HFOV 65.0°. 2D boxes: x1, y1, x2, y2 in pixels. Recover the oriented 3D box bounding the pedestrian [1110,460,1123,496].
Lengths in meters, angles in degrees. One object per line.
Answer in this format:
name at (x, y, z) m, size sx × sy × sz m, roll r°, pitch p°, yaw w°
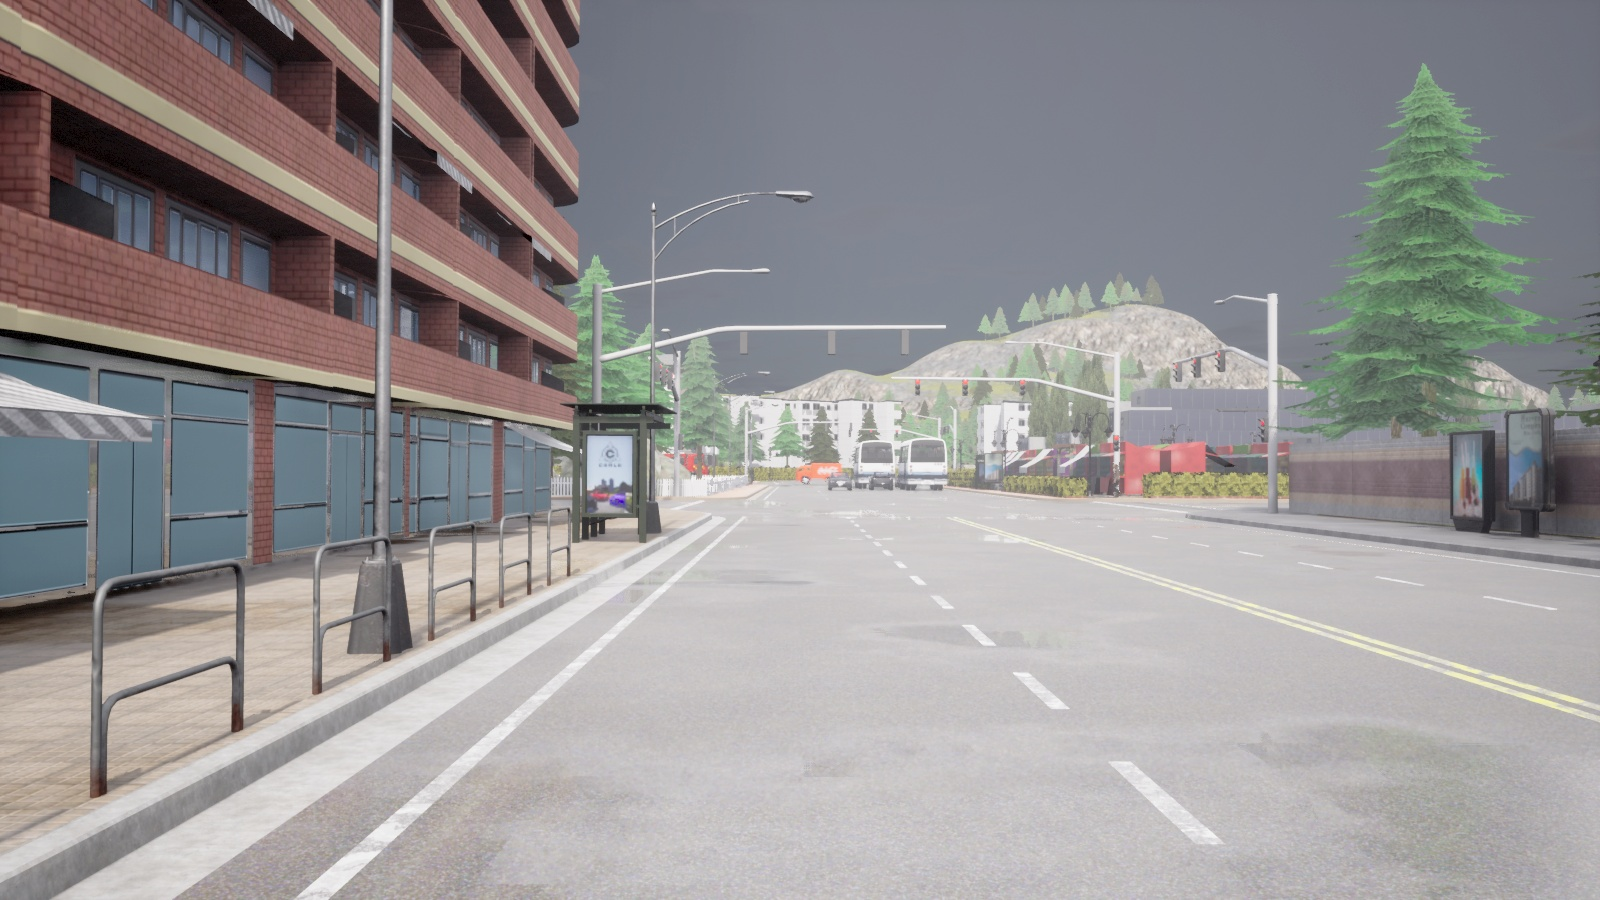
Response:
pedestrian at (16.469, 1.441, 65.324) m, size 0.634 × 1.846 × 0.331 m, roll -1°, pitch -1°, yaw 17°
